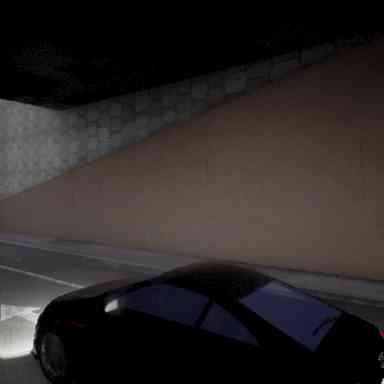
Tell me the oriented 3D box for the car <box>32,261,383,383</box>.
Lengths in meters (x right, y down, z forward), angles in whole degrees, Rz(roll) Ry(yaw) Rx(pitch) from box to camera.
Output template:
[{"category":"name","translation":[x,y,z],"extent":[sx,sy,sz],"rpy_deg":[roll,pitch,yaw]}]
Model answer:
[{"category":"car","translation":[-0.035,1.575,3.959],"extent":[4.181,1.385,1.994],"rpy_deg":[0,0,36]}]
